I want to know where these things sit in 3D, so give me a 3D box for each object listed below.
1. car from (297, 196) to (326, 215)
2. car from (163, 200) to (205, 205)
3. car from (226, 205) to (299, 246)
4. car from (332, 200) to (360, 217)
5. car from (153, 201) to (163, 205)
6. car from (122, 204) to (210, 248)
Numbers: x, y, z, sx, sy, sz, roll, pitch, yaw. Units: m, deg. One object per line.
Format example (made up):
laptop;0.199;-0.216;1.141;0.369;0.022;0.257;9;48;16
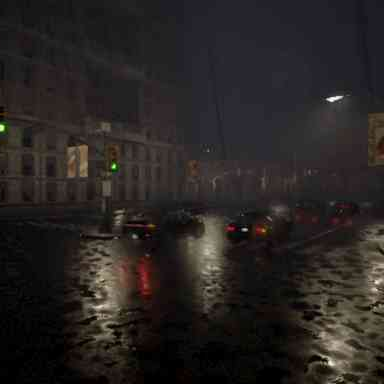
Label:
car;12.522;1.402;34.822;2.097;1.767;4.553;0;0;35
car;-0.189;1.591;30.928;1.837;1.490;4.892;0;0;36
car;3.327;1.578;15.646;2.033;1.411;5.357;0;0;28
car;14.851;1.525;32.031;2.128;1.511;4.902;0;0;34
car;-2.687;1.581;33.470;1.882;1.535;5.008;0;0;35
car;-1.097;1.537;15.167;2.128;1.511;4.902;-1;0;28
